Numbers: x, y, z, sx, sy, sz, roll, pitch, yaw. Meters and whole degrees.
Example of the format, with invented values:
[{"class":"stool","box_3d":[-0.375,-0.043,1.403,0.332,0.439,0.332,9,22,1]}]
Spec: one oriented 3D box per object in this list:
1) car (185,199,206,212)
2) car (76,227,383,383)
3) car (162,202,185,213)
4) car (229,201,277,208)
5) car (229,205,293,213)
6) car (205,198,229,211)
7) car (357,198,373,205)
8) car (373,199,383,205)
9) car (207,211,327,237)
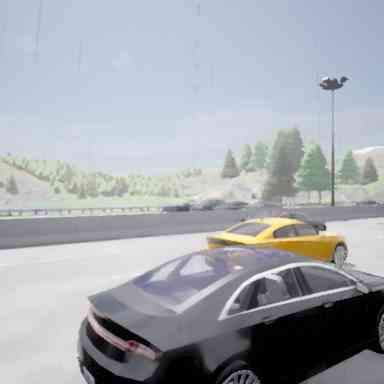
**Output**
[{"class":"car","box_3d":[1.964,1.516,35.558,4.553,1.767,2.097,0,0,-36]},{"class":"car","box_3d":[1.023,1.514,4.504,4.902,1.511,2.128,0,0,-35]},{"class":"car","box_3d":[-0.977,1.770,37.756,4.718,1.301,1.895,0,0,-36]},{"class":"car","box_3d":[6.081,1.636,29.896,4.902,1.511,2.128,0,0,-36]},{"class":"car","box_3d":[4.340,1.569,15.481,4.902,1.511,2.128,0,0,-36]},{"class":"car","box_3d":[4.042,1.659,32.742,4.892,1.490,1.837,0,0,-36]},{"class":"car","box_3d":[32.568,1.851,61.674,4.674,1.442,1.812,0,0,-36]},{"class":"car","box_3d":[34.984,1.844,59.098,4.902,1.511,2.128,0,0,-34]},{"class":"car","box_3d":[2.684,1.527,9.991,5.008,1.535,1.882,0,0,-36]}]
